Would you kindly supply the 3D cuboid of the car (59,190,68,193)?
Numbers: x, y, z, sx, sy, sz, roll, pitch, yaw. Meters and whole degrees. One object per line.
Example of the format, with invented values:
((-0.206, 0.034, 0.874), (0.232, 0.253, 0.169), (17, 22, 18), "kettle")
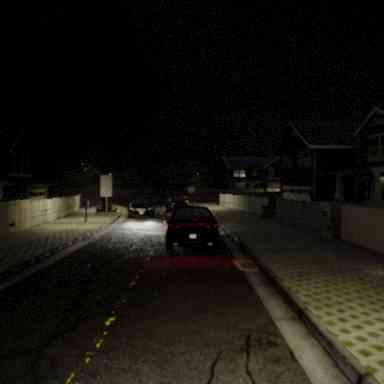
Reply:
((-30.234, 0.295, 77.251), (1.837, 1.490, 4.892), (-1, 1, -44), "car")

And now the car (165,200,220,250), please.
((-0.006, 1.278, 13.376), (1.882, 1.535, 5.008), (0, 0, -1), "car")

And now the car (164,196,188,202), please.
((-1.169, 1.072, 27.237), (2.128, 1.511, 4.902), (0, 1, -9), "car")

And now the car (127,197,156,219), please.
((-3.782, 1.109, 25.173), (2.128, 1.511, 4.902), (0, 1, -8), "car")
